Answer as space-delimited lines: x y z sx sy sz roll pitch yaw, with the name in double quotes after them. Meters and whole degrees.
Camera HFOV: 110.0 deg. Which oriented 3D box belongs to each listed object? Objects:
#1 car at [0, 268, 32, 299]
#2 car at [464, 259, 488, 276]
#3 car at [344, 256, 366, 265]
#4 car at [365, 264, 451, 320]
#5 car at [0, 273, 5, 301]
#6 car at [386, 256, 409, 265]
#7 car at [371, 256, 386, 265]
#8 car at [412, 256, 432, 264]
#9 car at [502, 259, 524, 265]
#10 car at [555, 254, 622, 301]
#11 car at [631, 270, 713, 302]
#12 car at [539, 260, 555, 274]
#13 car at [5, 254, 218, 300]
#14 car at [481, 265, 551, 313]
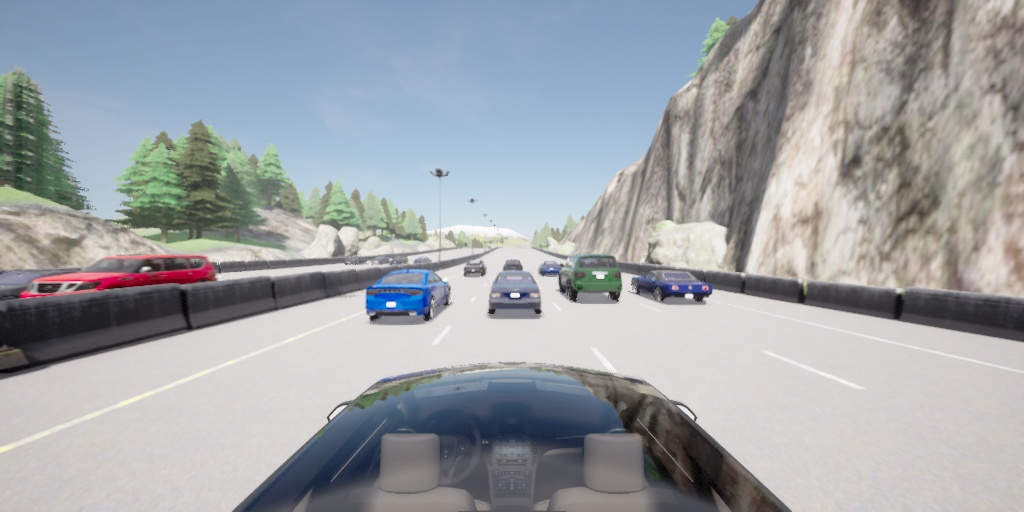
-24.601 1.278 15.539 1.994 1.385 4.181 0 0 0 "car"
-3.403 1.043 33.800 2.128 1.511 4.902 0 1 0 "car"
-24.551 0.694 56.335 1.837 1.490 4.892 0 1 1 "car"
-3.403 1.202 12.581 1.882 1.535 5.008 0 0 0 "car"
-17.601 1.270 13.592 2.033 1.411 5.357 0 0 0 "car"
-17.552 0.696 56.149 1.837 1.490 4.892 0 2 1 "car"
-21.041 0.688 57.704 1.812 1.442 4.674 0 1 1 "car"
-14.048 0.736 56.314 2.033 1.411 5.357 0 1 1 "car"
0.096 1.055 33.922 1.837 1.490 4.892 0 1 0 "car"
3.598 0.921 17.302 2.150 2.045 5.566 0 0 0 "car"
7.099 1.304 16.580 1.895 1.301 4.718 0 0 0 "car"
3.596 1.107 34.453 1.994 1.385 4.181 0 1 0 "car"
-14.101 0.944 13.561 2.150 2.045 5.566 0 0 0 "car"
0.099 1.266 13.758 2.033 1.411 5.357 0 0 0 "car"
